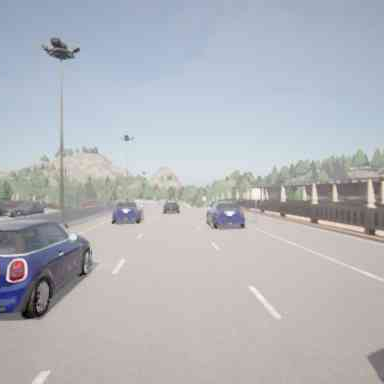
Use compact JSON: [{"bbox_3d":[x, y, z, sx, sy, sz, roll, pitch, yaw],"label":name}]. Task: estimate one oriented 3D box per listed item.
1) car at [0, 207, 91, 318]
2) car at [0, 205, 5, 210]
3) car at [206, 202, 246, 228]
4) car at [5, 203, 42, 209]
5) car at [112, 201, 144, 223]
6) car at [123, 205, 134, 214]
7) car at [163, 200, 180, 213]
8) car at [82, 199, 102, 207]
[{"bbox_3d":[-3.823,1.400,7.624,2.097,1.767,4.553,0,0,-3],"label":"car"},{"bbox_3d":[-19.642,1.777,31.888,2.033,1.411,5.357,0,0,-4],"label":"car"},{"bbox_3d":[2.221,1.430,22.889,2.097,1.767,4.553,0,0,-4],"label":"car"},{"bbox_3d":[-16.201,1.780,32.897,1.994,1.385,4.181,0,0,-4],"label":"car"},{"bbox_3d":[-5.064,1.485,26.823,2.097,1.767,4.553,0,0,-4],"label":"car"},{"bbox_3d":[-16.212,4.466,85.082,2.150,2.045,5.566,0,-6,-4],"label":"car"},{"bbox_3d":[-2.463,1.664,39.930,2.128,1.511,4.902,0,0,-4],"label":"car"},{"bbox_3d":[-13.533,1.733,45.243,1.882,1.535,5.008,0,-1,-4],"label":"car"}]
